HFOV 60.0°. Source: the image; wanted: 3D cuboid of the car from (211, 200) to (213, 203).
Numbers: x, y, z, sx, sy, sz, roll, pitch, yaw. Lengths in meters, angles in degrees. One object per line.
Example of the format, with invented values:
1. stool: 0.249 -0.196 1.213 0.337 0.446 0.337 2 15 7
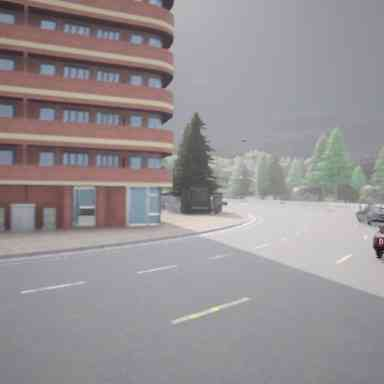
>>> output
1. car: 2.403 1.852 61.246 1.882 1.535 5.008 1 -1 -18

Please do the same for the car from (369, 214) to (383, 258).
1. car: 8.208 1.741 12.714 1.895 1.301 4.718 0 0 34

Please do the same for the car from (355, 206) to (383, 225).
1. car: 14.395 1.817 26.179 2.033 1.411 5.357 0 0 15

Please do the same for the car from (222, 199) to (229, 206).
1. car: 5.182 1.961 64.011 2.033 1.411 5.357 1 0 -18
